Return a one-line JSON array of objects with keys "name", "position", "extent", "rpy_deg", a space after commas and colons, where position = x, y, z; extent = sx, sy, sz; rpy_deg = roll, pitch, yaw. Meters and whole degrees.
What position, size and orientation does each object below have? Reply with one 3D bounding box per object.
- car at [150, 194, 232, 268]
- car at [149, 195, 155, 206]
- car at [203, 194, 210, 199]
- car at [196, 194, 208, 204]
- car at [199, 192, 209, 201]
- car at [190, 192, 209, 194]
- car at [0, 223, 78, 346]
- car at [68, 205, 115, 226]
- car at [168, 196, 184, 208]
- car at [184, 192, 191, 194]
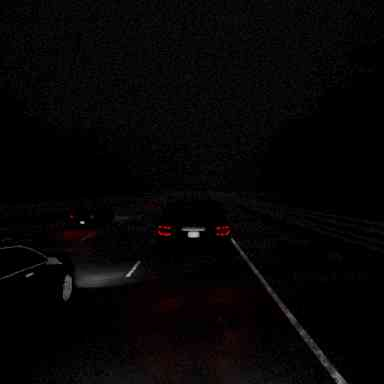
[{"name": "car", "position": [0.076, 1.206, 11.426], "extent": [2.150, 2.045, 5.566], "rpy_deg": [0, 0, 1]}, {"name": "car", "position": [-5.480, 1.224, 52.860], "extent": [2.097, 1.767, 4.553], "rpy_deg": [0, 0, 3]}, {"name": "car", "position": [4.104, 1.212, 94.752], "extent": [2.033, 1.411, 5.357], "rpy_deg": [0, 0, 4]}, {"name": "car", "position": [1.796, 1.205, 58.974], "extent": [2.097, 1.767, 4.553], "rpy_deg": [0, 0, 3]}, {"name": "car", "position": [2.816, 0.996, 74.984], "extent": [2.150, 2.045, 5.566], "rpy_deg": [0, 0, 4]}, {"name": "car", "position": [1.157, 1.253, 47.144], "extent": [2.097, 1.767, 4.553], "rpy_deg": [0, 0, 3]}, {"name": "car", "position": [-3.379, 1.495, 5.095], "extent": [1.837, 1.490, 4.892], "rpy_deg": [0, 0, 0]}, {"name": "car", "position": [-6.681, 1.557, 22.701], "extent": [1.895, 1.301, 4.718], "rpy_deg": [0, 0, 1]}, {"name": "car", "position": [-2.218, 1.401, 47.912], "extent": [1.837, 1.490, 4.892], "rpy_deg": [0, 0, 3]}, {"name": "car", "position": [-0.716, 0.994, 74.503], "extent": [2.150, 2.045, 5.566], "rpy_deg": [0, 0, 4]}]
